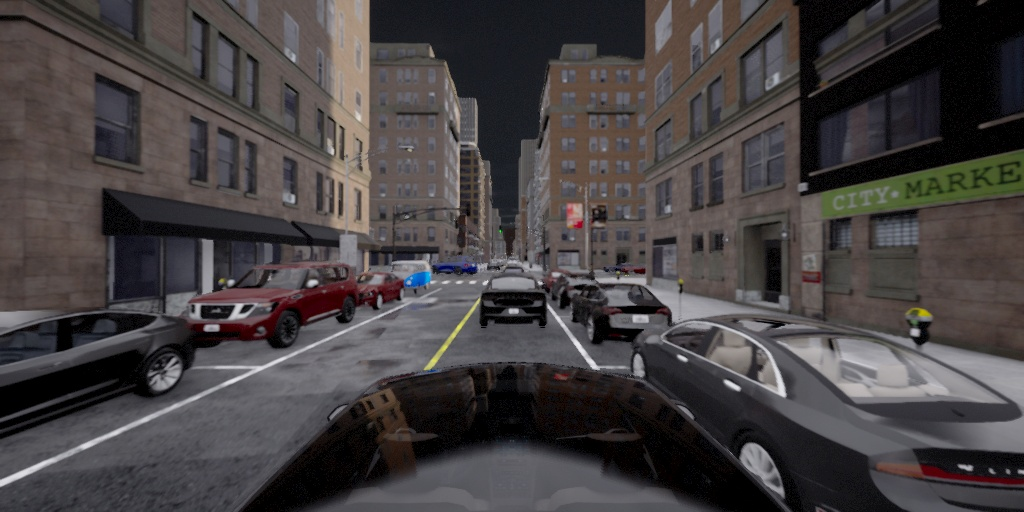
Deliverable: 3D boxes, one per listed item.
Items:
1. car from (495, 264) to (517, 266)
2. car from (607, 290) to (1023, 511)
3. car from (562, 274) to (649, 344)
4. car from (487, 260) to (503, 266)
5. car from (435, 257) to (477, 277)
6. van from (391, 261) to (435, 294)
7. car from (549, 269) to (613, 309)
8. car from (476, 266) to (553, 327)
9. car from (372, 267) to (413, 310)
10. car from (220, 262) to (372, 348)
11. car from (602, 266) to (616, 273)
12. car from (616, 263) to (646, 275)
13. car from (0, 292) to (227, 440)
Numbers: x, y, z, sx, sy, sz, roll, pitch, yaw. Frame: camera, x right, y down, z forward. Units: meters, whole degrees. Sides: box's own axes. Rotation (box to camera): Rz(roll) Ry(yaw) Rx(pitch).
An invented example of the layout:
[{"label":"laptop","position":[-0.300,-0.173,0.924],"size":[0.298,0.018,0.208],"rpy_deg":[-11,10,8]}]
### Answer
[{"label":"car","position":[0.154,1.408,23.336],"size":[1.994,1.385,4.181],"rpy_deg":[0,0,2]},{"label":"car","position":[2.668,1.310,3.932],"size":[2.007,1.370,4.403],"rpy_deg":[0,0,0]},{"label":"car","position":[2.667,1.350,9.516],"size":[1.948,1.339,4.313],"rpy_deg":[0,0,0]},{"label":"car","position":[-2.847,1.474,56.796],"size":[1.882,1.535,5.008],"rpy_deg":[0,0,0]},{"label":"car","position":[-6.379,1.133,39.029],"size":[5.566,2.045,2.150],"rpy_deg":[0,-2,32]},{"label":"van","position":[-5.859,1.174,20.683],"size":[1.690,1.789,3.998],"rpy_deg":[0,0,0]},{"label":"car","position":[2.667,1.375,15.101],"size":[1.948,1.339,4.313],"rpy_deg":[0,0,0]},{"label":"car","position":[0.025,1.272,11.681],"size":[1.882,1.535,5.008],"rpy_deg":[0,0,0]},{"label":"car","position":[-5.859,1.354,15.097],"size":[1.888,1.381,4.507],"rpy_deg":[0,0,0]},{"label":"car","position":[-5.858,1.099,9.510],"size":[2.192,1.841,5.009],"rpy_deg":[0,0,0]},{"label":"car","position":[13.471,1.538,43.787],"size":[4.718,1.301,1.895],"rpy_deg":[0,0,-1]},{"label":"car","position":[14.718,1.515,40.550],"size":[4.718,1.301,1.895],"rpy_deg":[0,0,0]},{"label":"car","position":[-5.857,1.326,3.926],"size":[1.948,1.339,4.313],"rpy_deg":[0,0,0]}]
